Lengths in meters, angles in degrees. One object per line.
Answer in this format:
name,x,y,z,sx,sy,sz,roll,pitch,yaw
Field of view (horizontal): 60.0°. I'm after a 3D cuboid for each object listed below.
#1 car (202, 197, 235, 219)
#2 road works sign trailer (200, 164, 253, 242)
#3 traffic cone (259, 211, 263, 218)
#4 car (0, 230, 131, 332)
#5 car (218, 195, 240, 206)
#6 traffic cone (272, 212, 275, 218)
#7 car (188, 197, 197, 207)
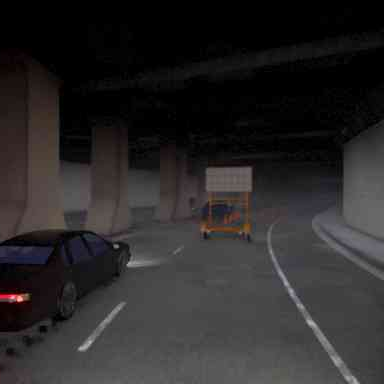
car,2.385,1.462,28.793,1.882,1.535,5.008,0,0,21
road works sign trailer,1.835,0.456,16.456,2.380,3.560,2.880,0,0,16
traffic cone,5.992,1.945,28.785,0.340,0.580,0.340,0,0,16
car,-2.901,1.538,7.221,2.033,1.411,5.357,0,0,6
car,5.959,1.326,53.241,2.097,1.767,4.553,0,0,27
traffic cone,6.952,1.947,28.503,0.340,0.580,0.340,0,0,16
car,0.517,1.473,50.175,1.837,1.490,4.892,0,0,27
